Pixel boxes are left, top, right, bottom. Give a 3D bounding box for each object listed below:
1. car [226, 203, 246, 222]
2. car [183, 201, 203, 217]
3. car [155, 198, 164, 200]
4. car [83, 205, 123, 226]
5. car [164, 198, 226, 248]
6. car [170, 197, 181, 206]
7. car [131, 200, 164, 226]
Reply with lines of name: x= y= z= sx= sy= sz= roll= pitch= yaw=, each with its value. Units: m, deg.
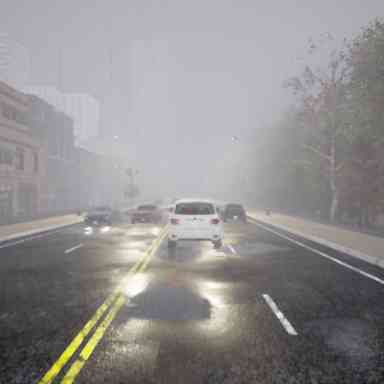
car: x=3.357 y=1.681 z=28.070 sx=1.837 sy=1.490 sz=4.892 roll=0 pitch=0 yaw=0
car: x=0.109 y=1.768 z=35.464 sx=2.033 sy=1.411 sz=5.357 roll=0 pitch=0 yaw=0
car: x=-6.492 y=1.890 z=66.222 sx=1.837 sy=1.490 sz=4.892 roll=0 pitch=0 yaw=0
car: x=-6.589 y=1.705 z=25.368 sx=2.033 sy=1.411 sz=5.357 roll=0 pitch=0 yaw=0
car: x=0.108 y=1.320 z=15.387 sx=2.150 sy=2.045 sz=5.566 roll=0 pitch=0 yaw=0
car: x=-3.242 y=1.866 z=66.213 sx=1.882 sy=1.535 sz=5.008 roll=0 pitch=0 yaw=0
car: x=-3.336 y=1.635 z=25.256 sx=1.882 sy=1.535 sz=5.008 roll=0 pitch=0 yaw=0
